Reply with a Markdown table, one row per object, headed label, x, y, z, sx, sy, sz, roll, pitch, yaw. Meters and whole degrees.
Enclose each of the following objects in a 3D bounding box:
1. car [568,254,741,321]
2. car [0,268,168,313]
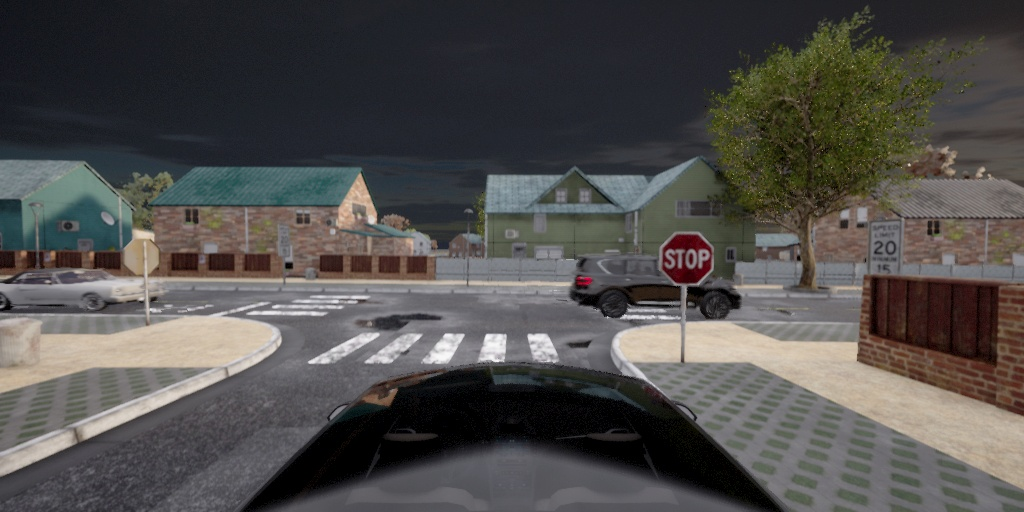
| label | x | y | z | sx | sy | sz | roll | pitch | yaw |
| --- | --- | --- | --- | --- | --- | --- | --- | --- | --- |
| car | 4.754 | 0.984 | 12.397 | 5.566 | 2.045 | 2.150 | 1 | 2 | -1 |
| car | -14.677 | 1.091 | 12.074 | 4.718 | 1.301 | 1.895 | 1 | 2 | -1 |
